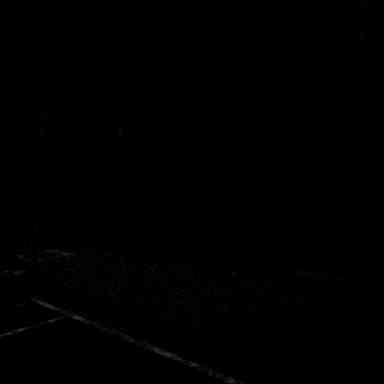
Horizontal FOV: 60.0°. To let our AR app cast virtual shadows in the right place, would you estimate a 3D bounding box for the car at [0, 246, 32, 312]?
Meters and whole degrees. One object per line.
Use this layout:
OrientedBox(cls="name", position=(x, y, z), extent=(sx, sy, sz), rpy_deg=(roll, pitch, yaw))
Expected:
OrientedBox(cls="car", position=(-4.981, 1.565, 6.755), extent=(4.507, 1.381, 1.887), rpy_deg=(0, -1, 38))
